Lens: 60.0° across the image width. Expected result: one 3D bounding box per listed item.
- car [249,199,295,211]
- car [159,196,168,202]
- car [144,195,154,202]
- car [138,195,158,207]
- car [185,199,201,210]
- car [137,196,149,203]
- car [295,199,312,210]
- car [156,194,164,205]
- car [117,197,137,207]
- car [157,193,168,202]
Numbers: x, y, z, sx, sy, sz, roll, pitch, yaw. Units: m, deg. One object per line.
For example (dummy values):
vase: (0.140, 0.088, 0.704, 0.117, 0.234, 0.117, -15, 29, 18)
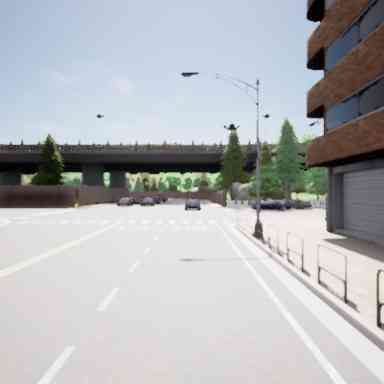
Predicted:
car: (9.038, 1.581, 38.610, 4.718, 1.301, 1.895, 0, 0, 1)
car: (-7.030, 1.629, 82.819, 1.994, 1.385, 4.181, 0, 0, 0)
car: (-10.520, 1.600, 81.819, 1.812, 1.442, 4.674, 0, 0, 0)
car: (-7.060, 1.614, 53.653, 1.994, 1.385, 4.181, 0, 0, 0)
car: (0.095, 1.559, 43.468, 1.994, 1.385, 4.181, 0, 0, 0)
car: (-10.503, 1.590, 71.493, 1.812, 1.442, 4.674, 0, 0, 0)
car: (12.217, 1.531, 41.958, 5.357, 1.411, 2.033, 0, 0, 2)
car: (-7.003, 1.606, 62.881, 2.033, 1.411, 5.357, 0, 0, 0)
car: (-10.558, 1.575, 53.055, 1.812, 1.442, 4.674, 0, 0, 0)
car: (-7.003, 1.293, 72.977, 2.150, 2.045, 5.566, 0, 0, 0)
